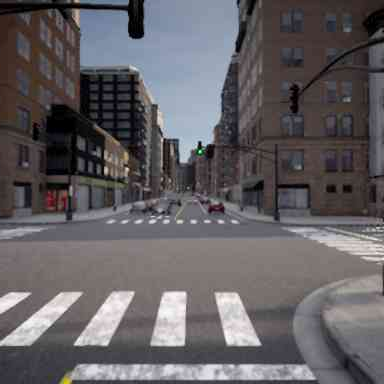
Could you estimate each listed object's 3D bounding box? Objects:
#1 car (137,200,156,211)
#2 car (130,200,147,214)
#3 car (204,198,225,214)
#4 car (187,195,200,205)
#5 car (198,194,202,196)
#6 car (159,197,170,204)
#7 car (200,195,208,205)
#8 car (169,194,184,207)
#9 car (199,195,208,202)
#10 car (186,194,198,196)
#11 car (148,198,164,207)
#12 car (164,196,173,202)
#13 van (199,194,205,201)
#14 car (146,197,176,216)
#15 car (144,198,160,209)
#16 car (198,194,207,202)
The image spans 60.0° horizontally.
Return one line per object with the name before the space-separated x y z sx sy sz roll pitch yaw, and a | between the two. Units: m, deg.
car | -5.826 1.695 43.125 1.947 1.339 4.313 1 0 0
car | -5.837 1.693 37.539 1.802 1.307 4.206 1 0 0
car | 2.708 1.655 37.526 1.887 1.381 4.507 1 0 0
car | 0.079 1.795 64.319 1.895 1.301 4.718 0 0 0
car | 2.767 1.652 71.040 1.967 1.590 4.097 1 0 0
car | -5.772 1.764 71.054 2.008 1.369 4.403 1 0 0
car | 2.756 1.779 65.454 1.802 1.307 4.206 1 0 0
car | -2.948 1.395 56.152 2.150 2.045 5.566 0 -1 0
car | 2.787 1.682 82.211 1.967 1.590 4.097 1 0 0
car | 0.095 1.606 74.296 1.994 1.385 4.181 0 0 0
car | -5.804 1.716 54.297 2.008 1.369 4.403 1 0 0
car | -5.750 1.808 82.226 1.947 1.339 4.313 1 0 0
van | 2.807 1.611 93.383 1.690 1.788 3.998 1 0 0
car | -3.063 1.589 34.325 2.128 1.511 4.902 0 0 0
car | -5.815 1.672 48.541 1.752 1.417 4.829 1 0 0
car | 2.798 1.571 87.797 2.192 1.841 5.009 1 0 0
